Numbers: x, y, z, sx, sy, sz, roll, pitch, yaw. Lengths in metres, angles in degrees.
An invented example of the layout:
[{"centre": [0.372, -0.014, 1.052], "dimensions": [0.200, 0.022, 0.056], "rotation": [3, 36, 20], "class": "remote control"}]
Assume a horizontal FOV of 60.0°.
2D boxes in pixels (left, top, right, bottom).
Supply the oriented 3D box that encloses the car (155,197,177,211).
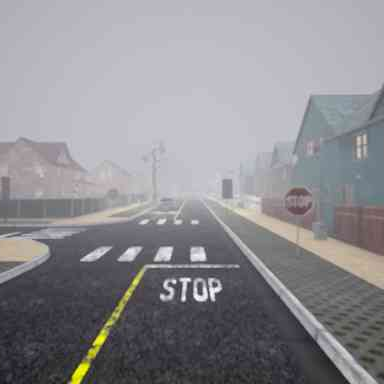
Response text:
[{"centre": [-2.731, 1.306, 36.208], "dimensions": [1.812, 1.442, 4.674], "rotation": [0, 1, 0], "class": "car"}]
